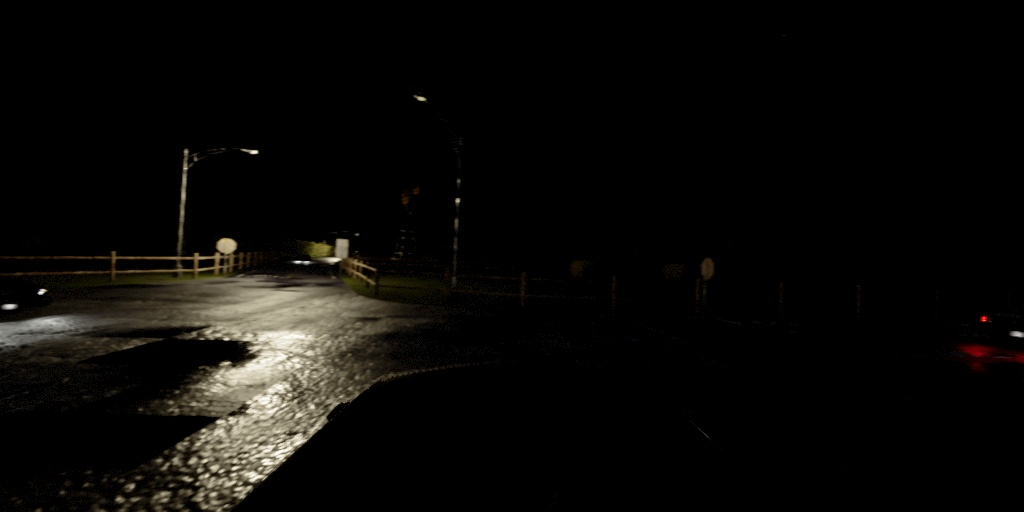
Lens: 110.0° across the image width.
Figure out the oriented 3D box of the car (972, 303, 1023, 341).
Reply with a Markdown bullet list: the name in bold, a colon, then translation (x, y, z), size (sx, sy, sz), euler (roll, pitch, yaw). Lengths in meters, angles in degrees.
- **car**: translation (16.722, 2.050, 10.457), size (4.718, 1.301, 1.895), euler (2, -1, -4)

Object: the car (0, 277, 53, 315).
- **car**: translation (-14.176, 0.673, 8.061), size (5.357, 1.411, 2.033), euler (2, -1, -4)
